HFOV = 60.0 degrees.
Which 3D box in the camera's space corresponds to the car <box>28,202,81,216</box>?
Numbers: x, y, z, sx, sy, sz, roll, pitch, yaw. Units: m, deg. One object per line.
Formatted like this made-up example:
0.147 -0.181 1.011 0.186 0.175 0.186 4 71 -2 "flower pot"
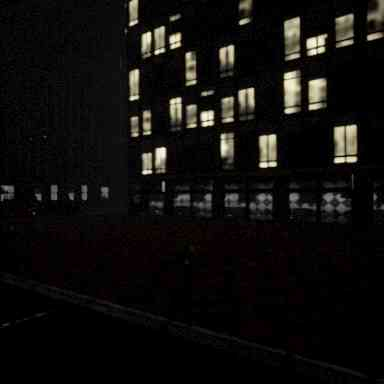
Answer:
-13.305 1.655 32.578 1.895 1.301 4.718 -1 0 37 "car"
